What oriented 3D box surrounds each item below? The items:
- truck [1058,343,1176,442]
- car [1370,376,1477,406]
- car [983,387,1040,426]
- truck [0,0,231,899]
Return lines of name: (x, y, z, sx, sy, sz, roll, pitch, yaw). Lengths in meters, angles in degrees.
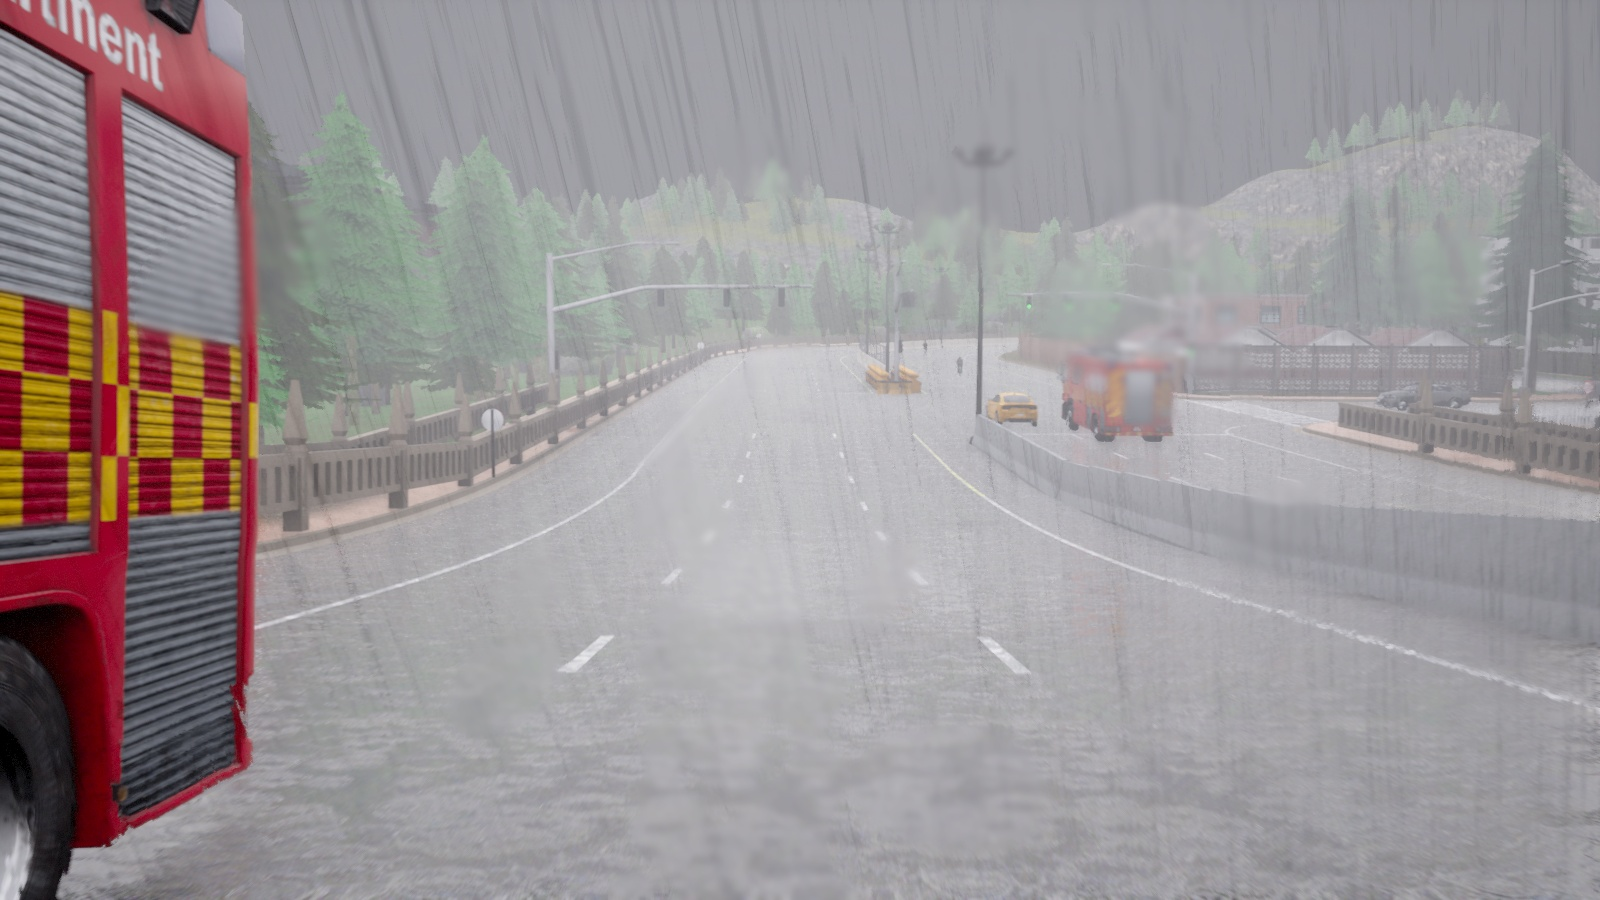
truck: (13.738, -2.686, 55.281, 2.891, 3.827, 8.468, 0, 6, 0)
car: (34.942, -3.318, 70.464, 4.902, 1.511, 2.128, 0, 6, 1)
car: (10.196, -2.137, 60.822, 1.882, 1.535, 5.008, 0, 6, 0)
truck: (-3.505, -0.318, 0.319, 2.891, 3.827, 8.468, 0, -1, 0)
